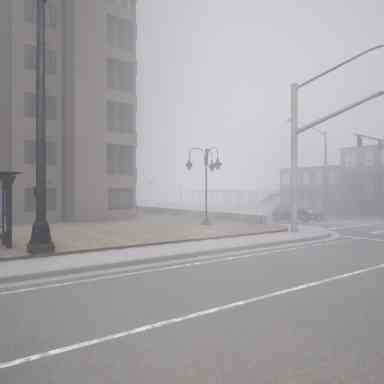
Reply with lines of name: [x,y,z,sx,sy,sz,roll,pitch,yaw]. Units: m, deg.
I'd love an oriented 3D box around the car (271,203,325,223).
car: [9.178,1.744,29.127,2.097,1.767,4.553,1,-5,-36]
